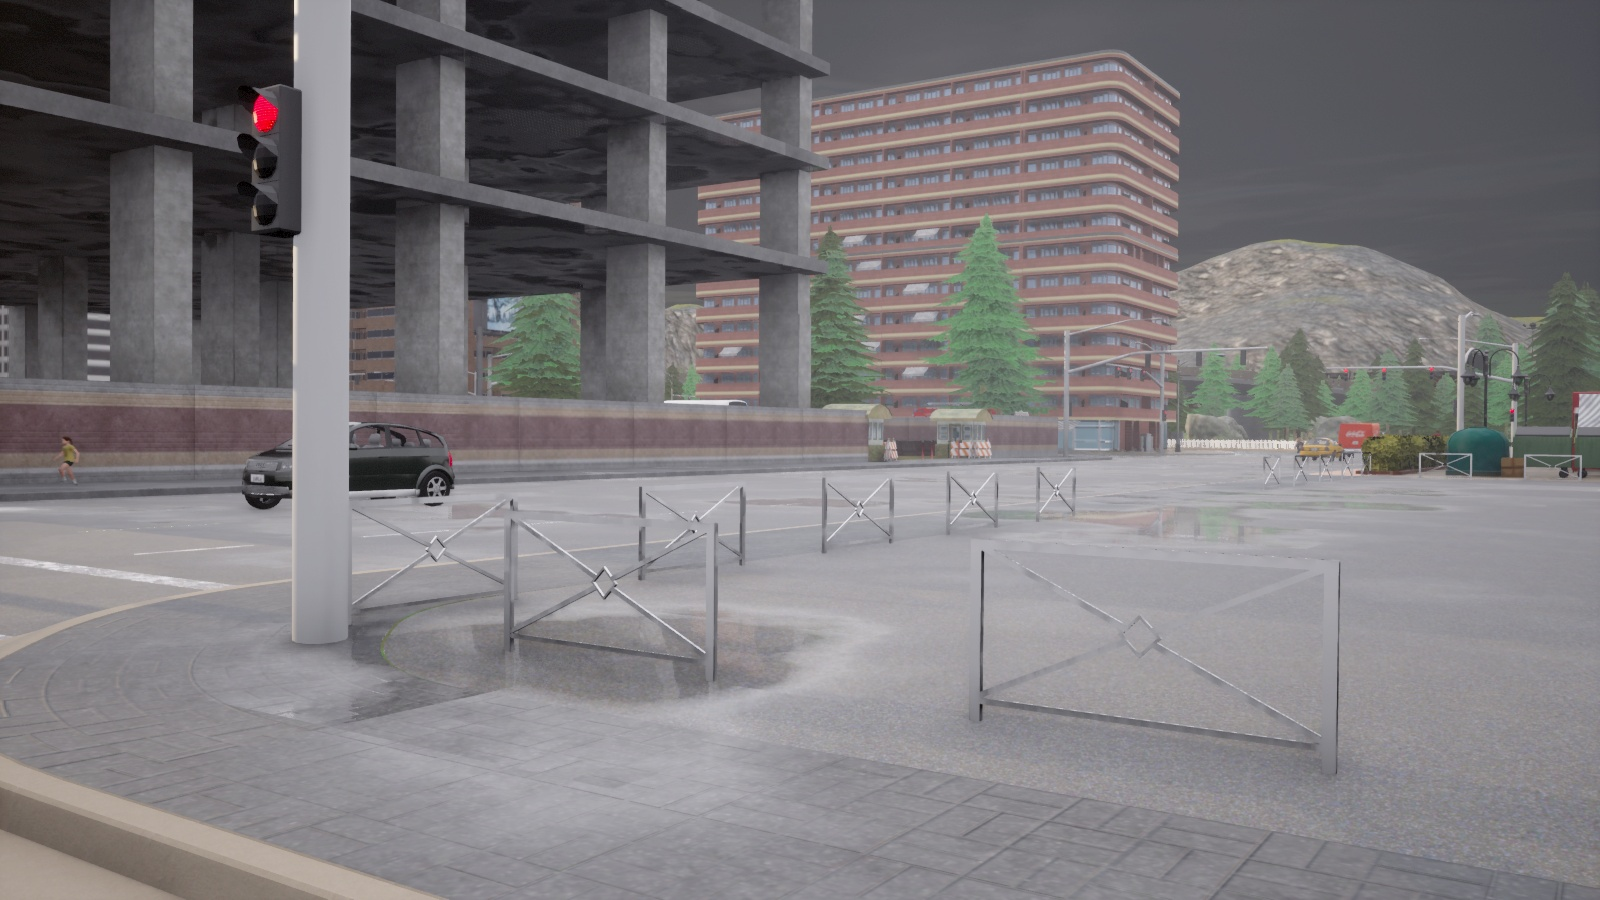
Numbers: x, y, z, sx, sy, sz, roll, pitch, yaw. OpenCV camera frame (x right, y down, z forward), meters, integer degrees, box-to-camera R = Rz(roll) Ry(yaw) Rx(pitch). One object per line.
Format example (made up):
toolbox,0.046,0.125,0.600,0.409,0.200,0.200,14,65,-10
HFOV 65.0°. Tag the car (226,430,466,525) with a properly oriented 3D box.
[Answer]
car,-8.052,0.420,22.540,1.789,1.549,3.705,0,1,33

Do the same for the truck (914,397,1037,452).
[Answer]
truck,12.721,-1.797,91.465,8.468,3.827,2.891,0,1,34

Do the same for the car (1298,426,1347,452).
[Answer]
car,32.023,-0.682,76.933,1.801,1.575,5.366,0,1,33

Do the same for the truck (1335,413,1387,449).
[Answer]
truck,39.507,-1.364,88.338,2.627,2.467,5.204,0,2,33

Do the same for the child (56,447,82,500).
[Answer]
child,-15.514,0.493,26.648,0.255,1.110,0.394,0,1,32
